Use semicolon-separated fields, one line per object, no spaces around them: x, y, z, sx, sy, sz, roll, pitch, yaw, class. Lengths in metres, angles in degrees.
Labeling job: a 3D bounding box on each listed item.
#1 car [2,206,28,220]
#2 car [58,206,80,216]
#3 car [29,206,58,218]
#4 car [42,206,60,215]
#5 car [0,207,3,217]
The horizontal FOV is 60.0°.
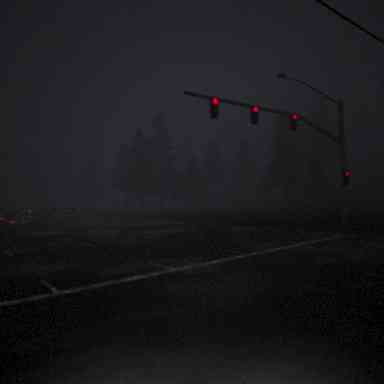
-24.062;2.925;45.208;1.812;1.442;4.674;-1;-1;-36;car
-18.221;2.810;49.081;2.033;1.411;5.357;-1;-1;-36;car
-21.036;2.873;47.002;2.033;1.411;5.357;-1;-1;-36;car
-24.471;3.106;57.563;1.812;1.442;4.674;-1;-1;-36;car
-30.105;3.198;53.409;2.128;1.511;4.902;-1;-1;-36;car
